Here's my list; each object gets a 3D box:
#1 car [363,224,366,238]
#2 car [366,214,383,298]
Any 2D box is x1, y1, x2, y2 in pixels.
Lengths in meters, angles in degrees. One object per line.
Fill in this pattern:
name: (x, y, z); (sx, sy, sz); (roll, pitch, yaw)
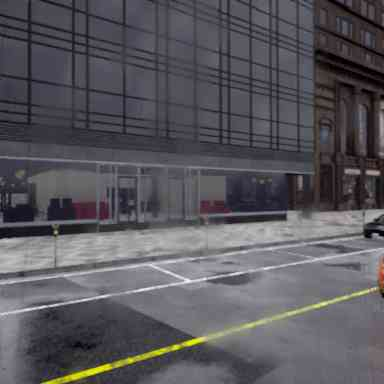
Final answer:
car: (10.643, 1.704, 17.171); (4.313, 1.339, 1.947); (0, -1, -33)
car: (6.089, 1.407, 7.168); (4.553, 1.767, 2.097); (0, -1, -33)
